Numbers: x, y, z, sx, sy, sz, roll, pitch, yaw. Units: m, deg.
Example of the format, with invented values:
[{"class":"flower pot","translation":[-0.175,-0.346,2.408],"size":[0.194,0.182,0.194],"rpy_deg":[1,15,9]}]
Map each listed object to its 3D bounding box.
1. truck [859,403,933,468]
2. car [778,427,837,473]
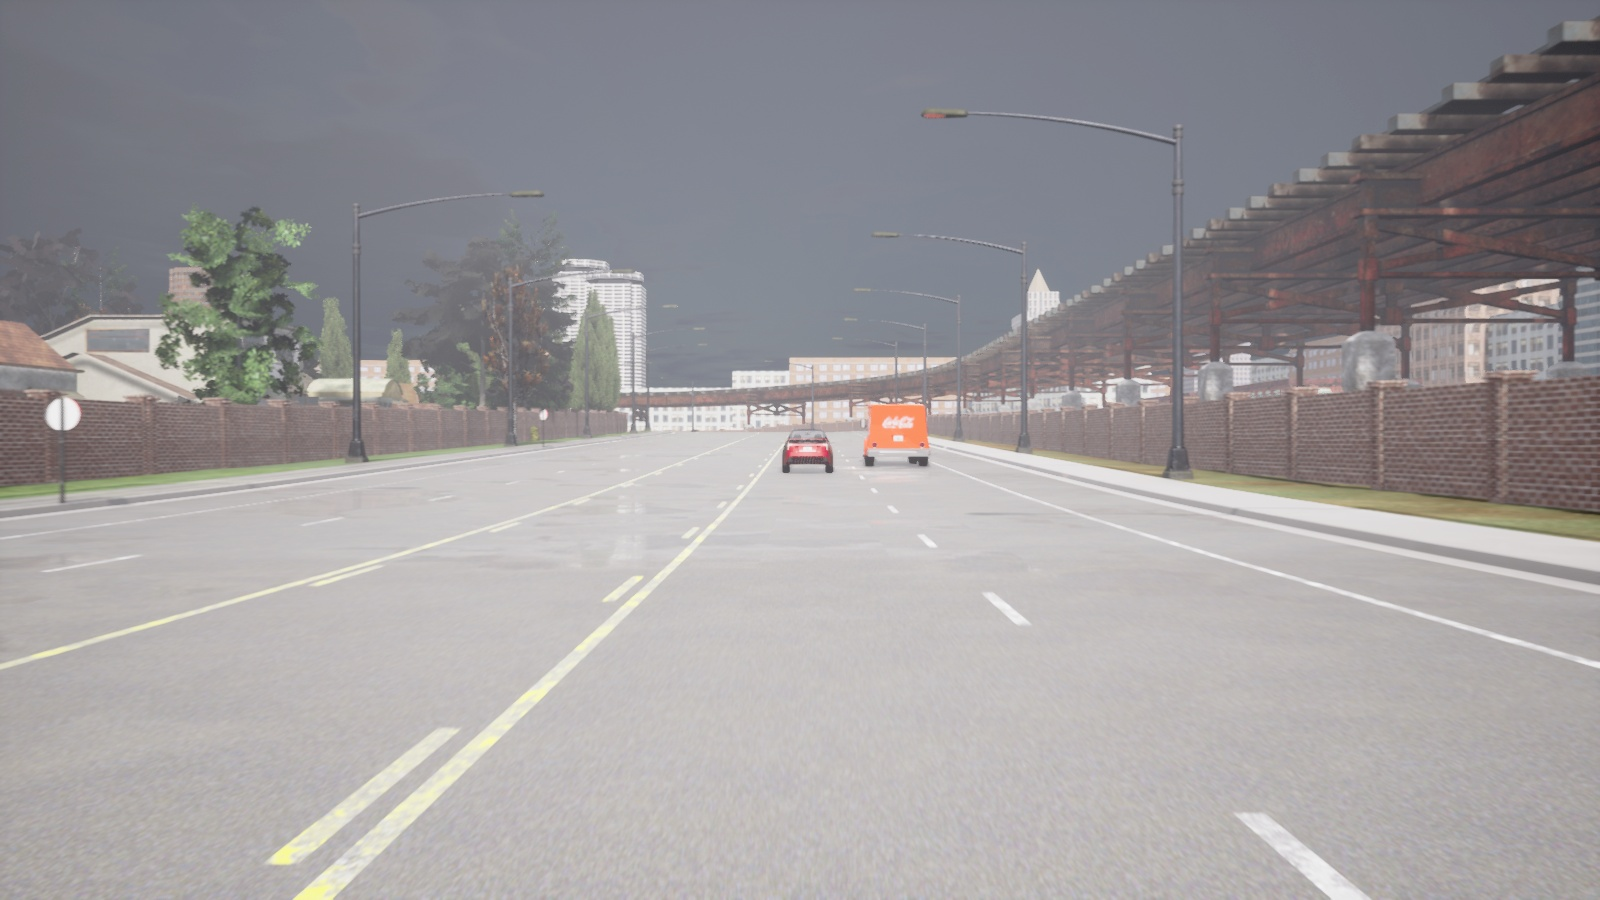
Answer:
[{"class":"truck","translation":[3.808,-0.627,50.739],"size":[2.627,2.467,5.204],"rpy_deg":[0,2,0]},{"class":"car","translation":[0.276,-0.044,45.265],"size":[2.007,1.525,4.514],"rpy_deg":[0,2,0]}]
